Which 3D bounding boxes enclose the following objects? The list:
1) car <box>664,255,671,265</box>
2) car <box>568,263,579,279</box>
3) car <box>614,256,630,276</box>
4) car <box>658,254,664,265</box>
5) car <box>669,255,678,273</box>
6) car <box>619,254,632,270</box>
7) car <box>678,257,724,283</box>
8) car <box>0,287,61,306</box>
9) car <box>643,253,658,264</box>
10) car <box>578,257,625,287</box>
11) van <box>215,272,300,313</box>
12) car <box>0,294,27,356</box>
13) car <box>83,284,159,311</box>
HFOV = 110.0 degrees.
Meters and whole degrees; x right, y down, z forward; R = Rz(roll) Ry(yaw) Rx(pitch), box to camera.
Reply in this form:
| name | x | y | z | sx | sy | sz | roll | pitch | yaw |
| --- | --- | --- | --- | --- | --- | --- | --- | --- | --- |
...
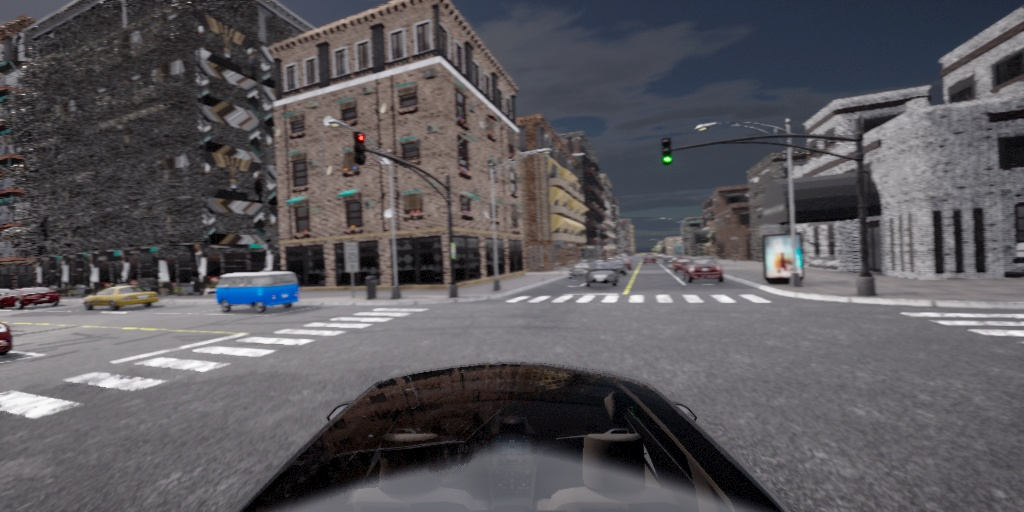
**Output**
| name | x | y | z | sx | sy | sz | roll | pitch | yaw |
| --- | --- | --- | --- | --- | --- | --- | --- | --- | --- |
| car | 17.844 | 0.717 | 38.496 | 2.007 | 1.370 | 4.403 | 0 | 0 | 20 |
| car | 6.012 | 1.200 | 30.744 | 2.007 | 1.370 | 4.403 | 0 | 0 | 20 |
| car | 9.493 | 1.010 | 32.756 | 1.837 | 1.490 | 4.892 | -3 | 0 | 20 |
| car | 23.823 | 0.559 | 54.505 | 2.007 | 1.370 | 4.403 | 0 | 0 | 20 |
| car | 15.851 | 0.803 | 33.159 | 1.802 | 1.307 | 4.207 | 0 | 0 | 20 |
| car | 13.128 | 0.884 | 42.461 | 1.882 | 1.535 | 5.008 | -3 | 0 | 20 |
| car | 11.865 | 0.770 | 22.486 | 1.967 | 1.591 | 4.097 | 0 | 0 | 20 |
| car | -33.270 | 2.855 | 24.706 | 4.507 | 1.381 | 1.888 | 0 | 0 | 20 |
| car | 23.006 | 0.435 | 59.926 | 2.097 | 1.767 | 4.553 | -3 | 0 | 20 |
| car | 5.888 | 1.096 | 23.137 | 2.128 | 1.511 | 4.902 | -3 | 0 | 19 |
| van | -12.021 | 1.659 | 16.940 | 3.998 | 1.789 | 1.690 | 0 | 0 | 20 |
| car | -14.910 | 1.905 | 9.074 | 4.097 | 1.591 | 1.967 | 0 | 0 | 20 |
| car | -22.806 | 2.335 | 20.881 | 4.829 | 1.417 | 1.751 | 0 | 0 | 20 |
